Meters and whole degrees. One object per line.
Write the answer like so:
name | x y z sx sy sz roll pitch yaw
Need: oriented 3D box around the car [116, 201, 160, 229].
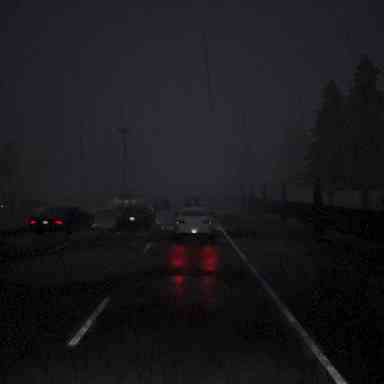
car | -3.406 1.485 20.926 1.994 1.385 4.181 0 0 0

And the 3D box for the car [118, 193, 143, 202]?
car | -6.911 1.080 37.850 2.150 2.045 5.566 0 0 0

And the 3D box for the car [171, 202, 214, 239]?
car | 0.082 1.463 16.732 1.812 1.442 4.674 0 0 0

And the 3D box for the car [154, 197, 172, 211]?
car | -3.411 1.333 38.635 1.882 1.535 5.008 0 0 0

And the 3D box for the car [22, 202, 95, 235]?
car | -6.906 1.479 18.169 2.033 1.411 5.357 0 0 0

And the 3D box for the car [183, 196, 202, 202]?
car | 0.090 1.211 37.522 2.097 1.767 4.553 0 0 0

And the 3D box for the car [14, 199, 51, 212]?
car | -17.604 1.463 37.035 1.895 1.301 4.718 0 0 0

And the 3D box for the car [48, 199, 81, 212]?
car | -14.104 1.462 37.136 1.895 1.301 4.718 0 0 0
